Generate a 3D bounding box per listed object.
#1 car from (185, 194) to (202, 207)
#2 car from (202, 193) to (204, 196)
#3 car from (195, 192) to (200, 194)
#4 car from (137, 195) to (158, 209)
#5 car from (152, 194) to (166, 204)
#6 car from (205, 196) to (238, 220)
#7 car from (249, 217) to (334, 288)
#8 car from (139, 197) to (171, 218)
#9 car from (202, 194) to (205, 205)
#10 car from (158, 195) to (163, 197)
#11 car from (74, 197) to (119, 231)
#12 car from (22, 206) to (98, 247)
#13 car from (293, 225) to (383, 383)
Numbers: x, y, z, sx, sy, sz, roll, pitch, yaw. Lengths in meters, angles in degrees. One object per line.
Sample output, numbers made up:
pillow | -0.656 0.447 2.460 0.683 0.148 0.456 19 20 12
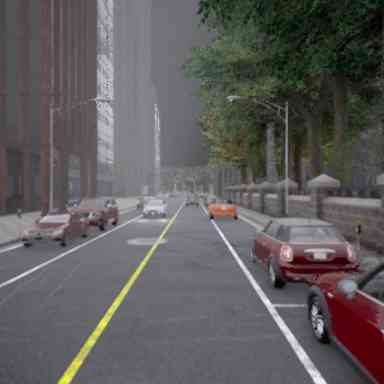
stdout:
car | 0.044 1.336 47.520 2.033 1.411 5.357 0 0 0
car | 2.790 1.333 52.786 1.947 1.339 4.313 0 0 0
car | 0.034 1.078 63.789 2.097 1.767 4.553 0 0 0
car | -5.741 1.252 41.874 1.967 1.590 4.097 0 0 0
car | -5.732 1.185 58.245 1.967 1.590 4.097 0 0 0
car | 2.402 1.230 27.020 2.097 1.767 4.553 0 0 0
car | 2.768 1.396 9.134 1.967 1.590 4.097 0 0 0
car | -3.079 1.394 28.412 1.812 1.442 4.674 0 0 0
car | 2.787 1.314 47.500 1.752 1.417 4.829 0 0 0
car | -5.738 1.340 47.332 2.008 1.369 4.403 0 0 0
car | -5.752 1.221 20.046 2.192 1.841 5.009 0 0 0
car | -5.755 1.513 14.590 1.802 1.307 4.206 0 0 0
car | 2.765 1.422 3.677 1.967 1.590 4.097 0 0 0
